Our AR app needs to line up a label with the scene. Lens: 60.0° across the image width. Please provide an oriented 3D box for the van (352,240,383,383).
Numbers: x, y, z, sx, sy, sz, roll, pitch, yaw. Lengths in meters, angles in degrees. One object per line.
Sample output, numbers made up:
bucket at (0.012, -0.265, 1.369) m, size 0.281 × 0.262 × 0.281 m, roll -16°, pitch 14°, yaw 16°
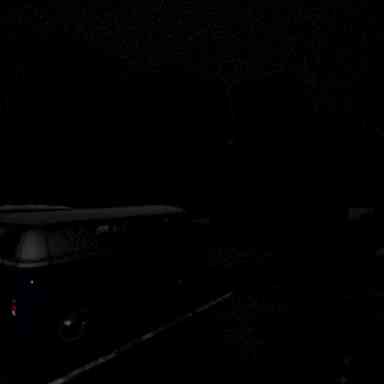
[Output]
van at (2.931, 1.251, 3.326) m, size 1.878 × 1.987 × 4.442 m, roll 0°, pitch 0°, yaw 35°

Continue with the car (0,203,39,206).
car at (-3.862, 1.279, 8.045) m, size 2.435 × 2.045 × 5.566 m, roll -1°, pitch 0°, yaw 35°

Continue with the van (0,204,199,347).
van at (-1.563, 1.286, 6.519) m, size 1.878 × 1.987 × 4.442 m, roll 0°, pitch 0°, yaw 35°
